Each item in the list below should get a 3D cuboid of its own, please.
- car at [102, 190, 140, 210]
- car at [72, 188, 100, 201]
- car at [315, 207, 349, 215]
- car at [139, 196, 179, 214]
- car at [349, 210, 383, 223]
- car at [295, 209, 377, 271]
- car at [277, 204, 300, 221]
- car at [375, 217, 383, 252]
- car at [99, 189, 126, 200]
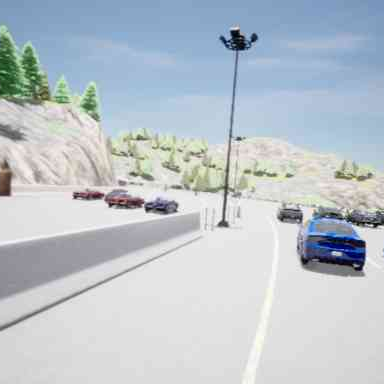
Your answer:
[{"bbox_3d":[-5.704,0.760,29.163,1.895,1.301,4.718,5,1,11],"label":"car"},{"bbox_3d":[-11.405,0.211,36.867,1.895,1.301,4.718,5,1,8],"label":"car"},{"bbox_3d":[12.299,2.111,30.267,1.837,1.490,4.892,5,1,9],"label":"car"},{"bbox_3d":[-2.445,1.044,27.653,1.895,1.301,4.718,5,1,11],"label":"car"},{"bbox_3d":[15.988,2.440,31.344,2.033,1.411,5.357,5,1,9],"label":"car"},{"bbox_3d":[5.001,1.721,12.363,1.882,1.535,5.008,5,1,15],"label":"car"},{"bbox_3d":[8.678,1.812,29.648,2.128,1.511,4.902,5,1,9],"label":"car"},{"bbox_3d":[8.496,2.024,11.947,2.128,1.511,4.902,5,1,15],"label":"car"},{"bbox_3d":[-7.944,0.419,36.386,1.837,1.490,4.892,5,1,8],"label":"car"}]
